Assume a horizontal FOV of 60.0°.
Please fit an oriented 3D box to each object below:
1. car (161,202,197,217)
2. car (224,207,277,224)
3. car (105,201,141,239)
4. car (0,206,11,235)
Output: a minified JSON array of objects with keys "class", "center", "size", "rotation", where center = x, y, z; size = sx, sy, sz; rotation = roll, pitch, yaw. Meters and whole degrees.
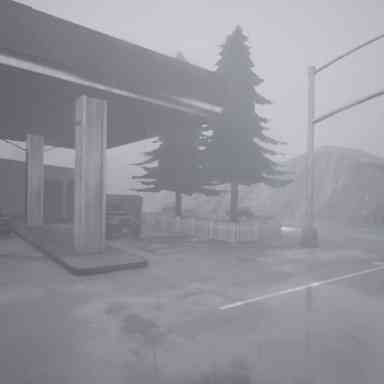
[{"class":"car","center":[-1.401,1.698,33.072],"size":[1.812,1.442,4.674],"rotation":[1,0,-35]},{"class":"car","center":[4.308,1.803,24.936],"size":[1.994,1.385,4.181],"rotation":[1,0,-35]},{"class":"car","center":[-4.413,1.441,18.345],"size":[1.905,1.878,3.866],"rotation":[1,0,-36]},{"class":"car","center":[-11.543,1.520,18.557],"size":[2.242,1.667,4.611],"rotation":[1,0,-36]}]
